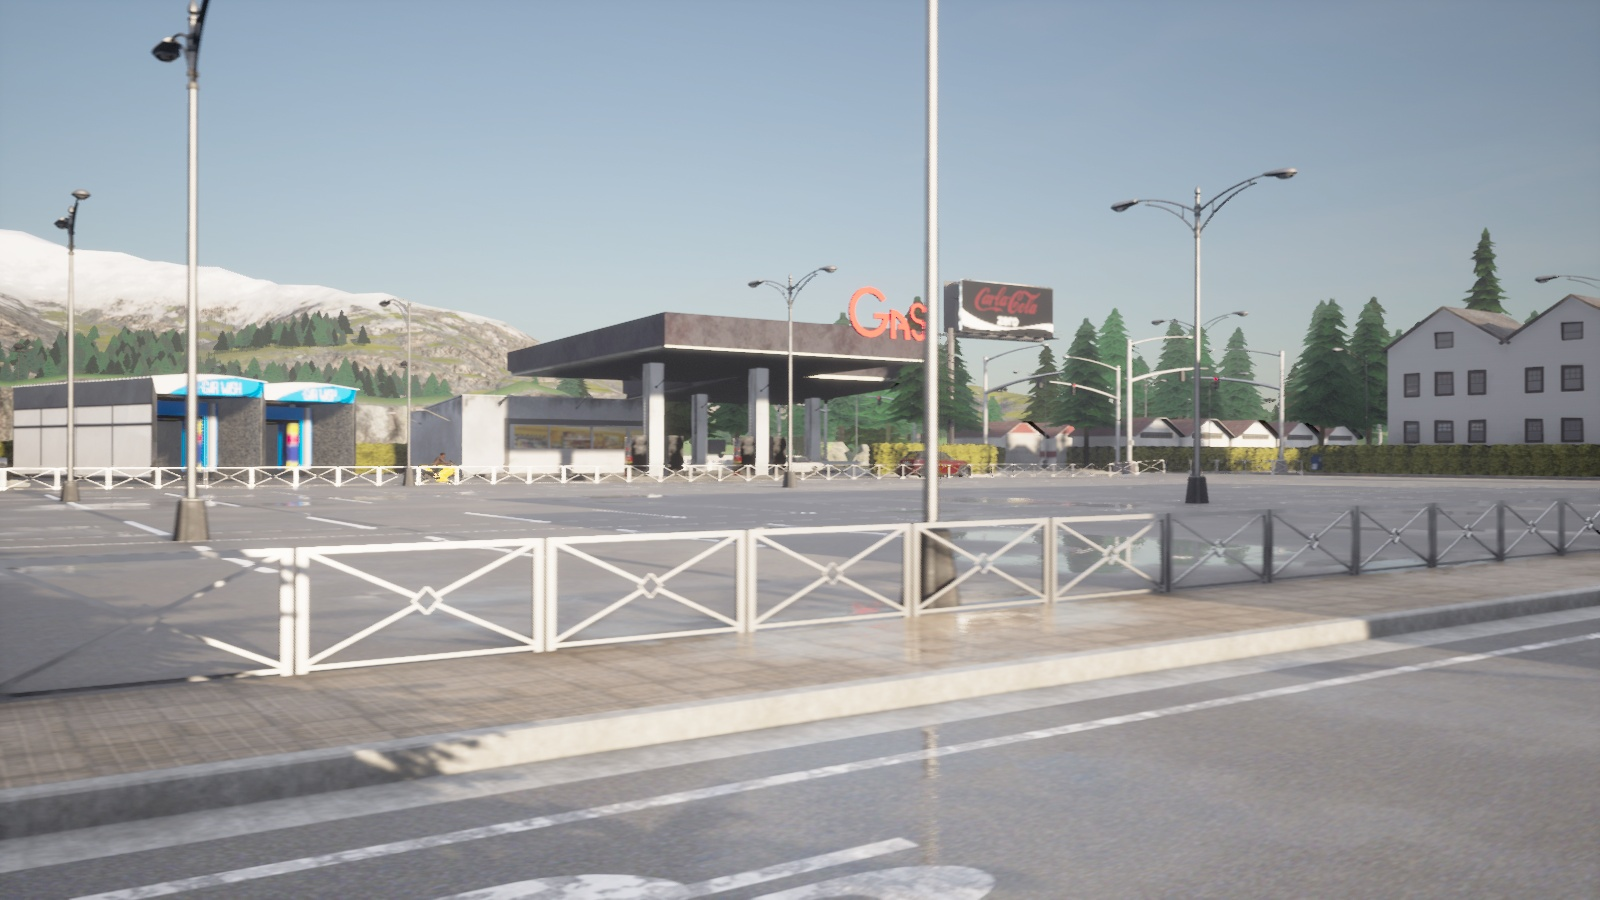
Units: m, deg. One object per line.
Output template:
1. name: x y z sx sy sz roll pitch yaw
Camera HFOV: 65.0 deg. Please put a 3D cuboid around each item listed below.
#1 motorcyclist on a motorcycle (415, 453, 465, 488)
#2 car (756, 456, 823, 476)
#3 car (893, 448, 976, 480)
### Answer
1. motorcyclist on a motorcycle: -16.253 0.919 56.743 2.044 1.523 0.797 0 0 -35
2. car: -0.685 1.083 84.471 1.895 1.301 4.718 0 0 41
3. car: 7.894 0.797 73.351 4.553 1.767 2.097 0 0 -35
